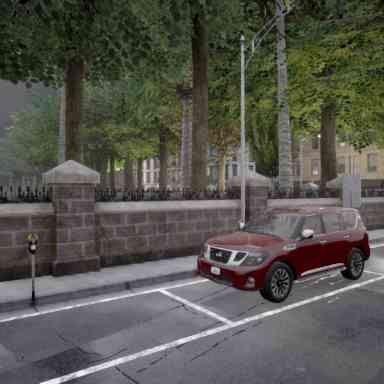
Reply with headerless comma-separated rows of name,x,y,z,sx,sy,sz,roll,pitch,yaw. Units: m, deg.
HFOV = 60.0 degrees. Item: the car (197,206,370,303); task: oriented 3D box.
car,2.523,1.314,8.391,5.009,1.841,2.192,0,0,-36
